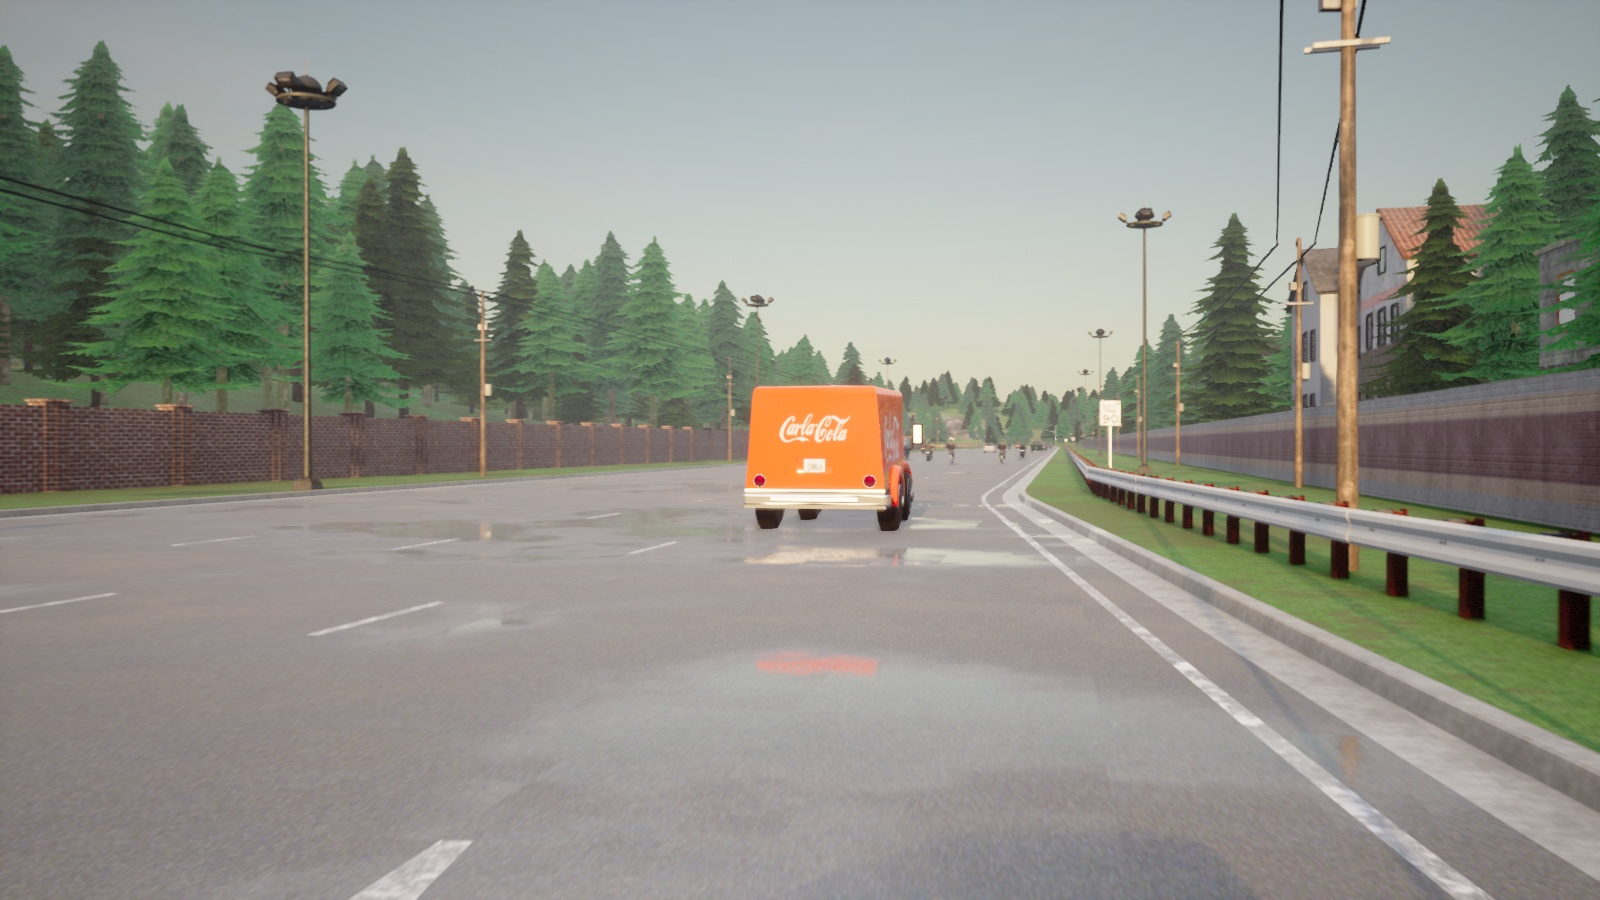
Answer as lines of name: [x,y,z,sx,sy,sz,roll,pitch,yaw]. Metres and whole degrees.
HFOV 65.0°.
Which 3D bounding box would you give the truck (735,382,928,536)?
truck: [0.754,0.135,22.946,2.627,2.467,5.204,0,0,12]
